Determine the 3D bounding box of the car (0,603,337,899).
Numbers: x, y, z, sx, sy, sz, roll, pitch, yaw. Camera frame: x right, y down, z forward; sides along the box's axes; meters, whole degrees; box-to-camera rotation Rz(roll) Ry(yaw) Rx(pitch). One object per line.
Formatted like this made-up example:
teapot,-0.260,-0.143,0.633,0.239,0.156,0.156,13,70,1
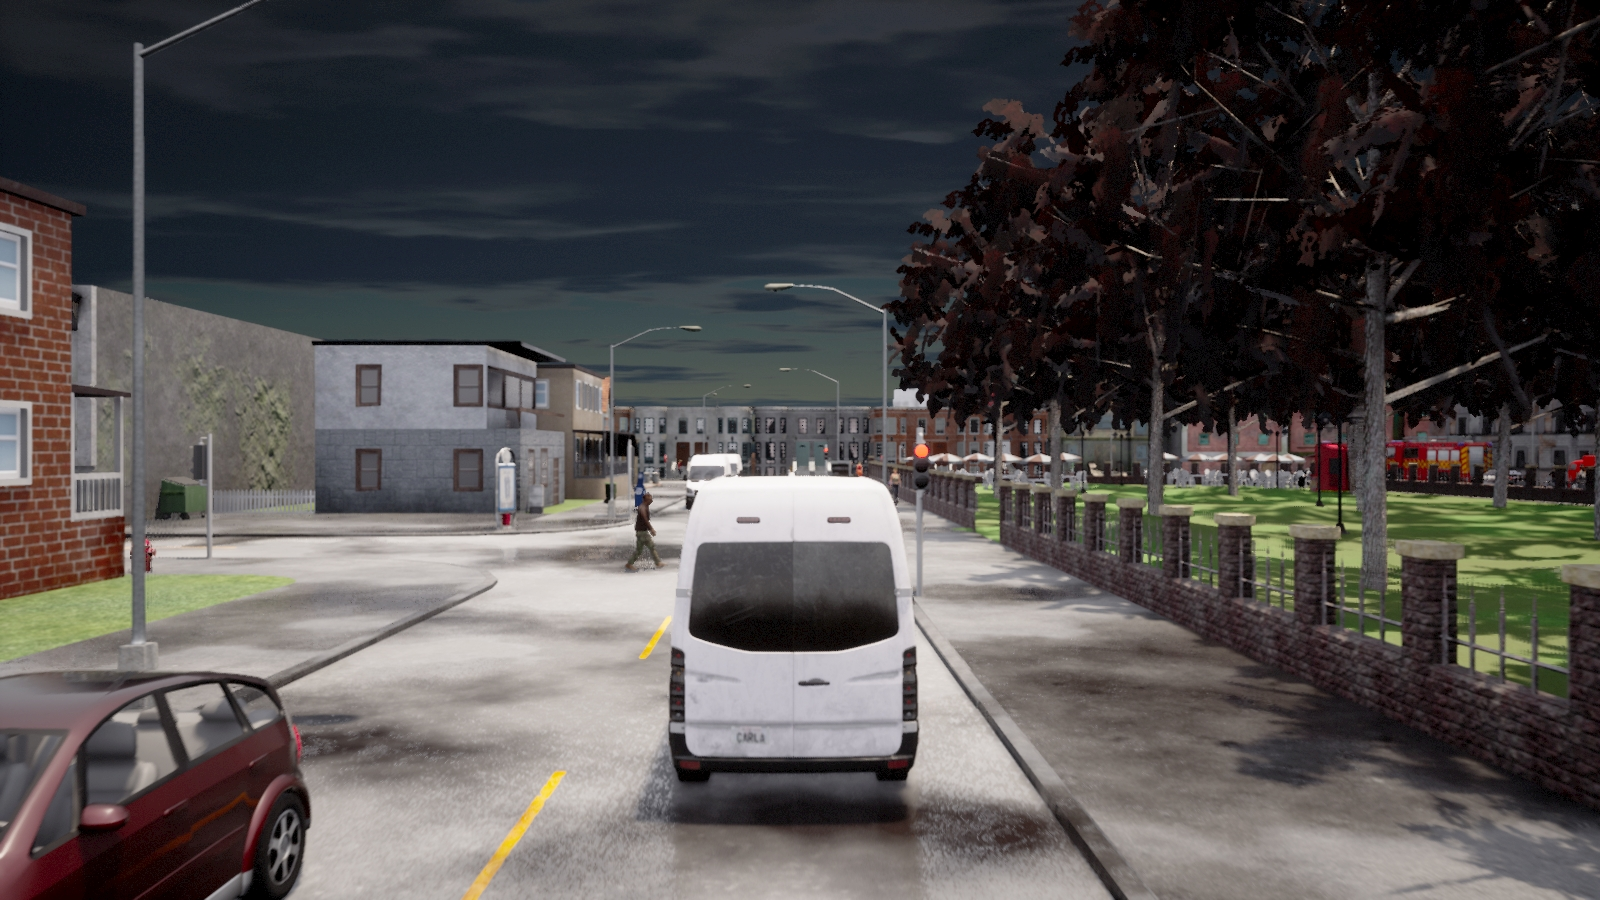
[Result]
car,-4.017,1.806,5.864,1.789,1.549,3.705,0,0,0

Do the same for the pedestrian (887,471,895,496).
pedestrian,4.905,1.804,61.592,0.375,1.300,0.375,0,0,0

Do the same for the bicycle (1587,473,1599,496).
bicycle,44.837,1.939,63.962,0.329,1.271,1.835,0,0,0

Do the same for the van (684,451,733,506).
van,-4.413,1.314,55.997,1.988,2.561,5.915,0,0,0

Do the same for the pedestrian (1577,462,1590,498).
pedestrian,40.053,1.525,58.396,0.375,1.860,0.375,0,0,0

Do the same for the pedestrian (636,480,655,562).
pedestrian,-3.552,1.628,26.314,0.375,1.860,0.375,0,0,0

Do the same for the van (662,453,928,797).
van,-0.072,1.314,11.505,1.988,2.561,5.915,0,0,-1

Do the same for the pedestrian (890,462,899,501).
pedestrian,4.571,1.524,55.178,0.375,1.860,0.375,0,0,-4
